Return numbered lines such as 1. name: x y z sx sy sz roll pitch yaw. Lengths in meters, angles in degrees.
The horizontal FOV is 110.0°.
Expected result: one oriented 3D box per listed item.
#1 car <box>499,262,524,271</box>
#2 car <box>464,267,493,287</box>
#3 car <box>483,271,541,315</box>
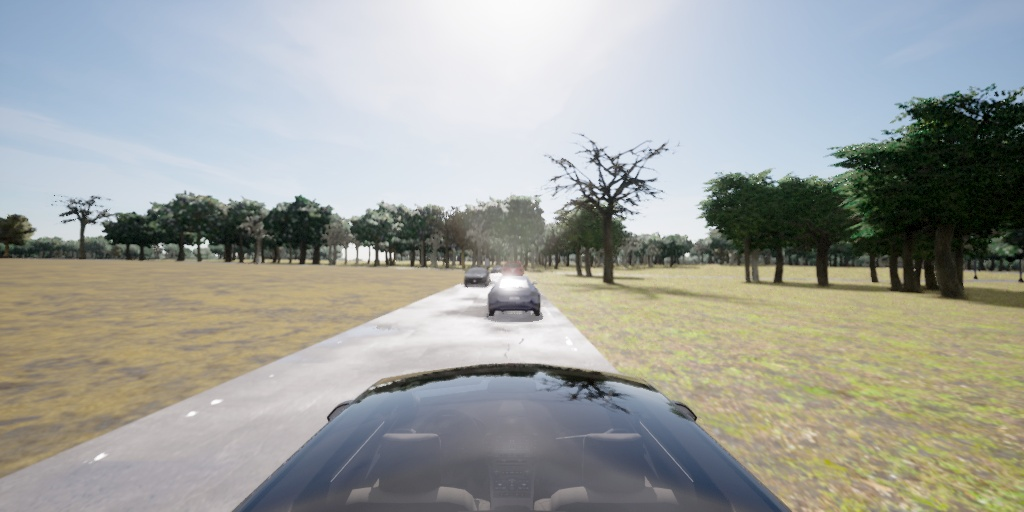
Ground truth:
1. car: 0.094 1.588 36.764 2.150 2.045 5.566 0 -1 0
2. car: -2.854 1.705 29.901 1.882 1.535 5.008 0 -1 0
3. car: 0.088 1.495 14.608 1.994 1.385 4.181 0 -1 0
